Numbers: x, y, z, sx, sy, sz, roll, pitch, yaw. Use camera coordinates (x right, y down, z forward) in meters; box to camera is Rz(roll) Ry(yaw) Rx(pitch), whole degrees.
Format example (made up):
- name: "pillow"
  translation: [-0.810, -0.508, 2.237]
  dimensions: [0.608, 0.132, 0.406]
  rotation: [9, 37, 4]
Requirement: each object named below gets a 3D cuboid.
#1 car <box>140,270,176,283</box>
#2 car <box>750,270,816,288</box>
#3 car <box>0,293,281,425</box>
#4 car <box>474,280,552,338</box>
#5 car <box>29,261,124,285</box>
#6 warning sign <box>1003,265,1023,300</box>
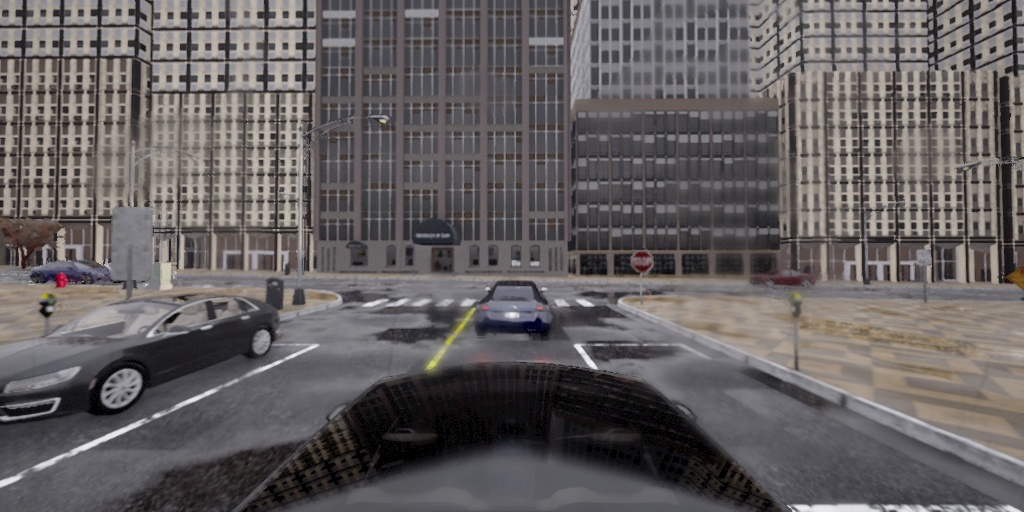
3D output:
- name: "car"
  translation: [-26.544, 1.092, 25.267]
  dimensions: [4.674, 1.442, 1.812]
  rotation: [1, -1, 1]
- name: "car"
  translation: [23.562, 1.984, 31.348]
  dimensions: [5.008, 1.535, 1.882]
  rotation: [1, -1, 1]
- name: "car"
  translation: [-5.819, 1.343, 5.937]
  dimensions: [2.007, 1.370, 4.403]
  rotation: [0, 0, 0]
- name: "car"
  translation: [0.107, 1.403, 10.554]
  dimensions: [1.994, 1.385, 4.181]
  rotation: [0, -1, 3]
- name: "car"
  translation: [-26.605, 1.026, 22.031]
  dimensions: [4.674, 1.442, 1.812]
  rotation: [1, -1, 1]
- name: "warning sign"
  translation: [26.596, 1.415, 18.601]
  dimensions: [1.060, 1.860, 1.300]
  rotation: [0, 0, 1]
